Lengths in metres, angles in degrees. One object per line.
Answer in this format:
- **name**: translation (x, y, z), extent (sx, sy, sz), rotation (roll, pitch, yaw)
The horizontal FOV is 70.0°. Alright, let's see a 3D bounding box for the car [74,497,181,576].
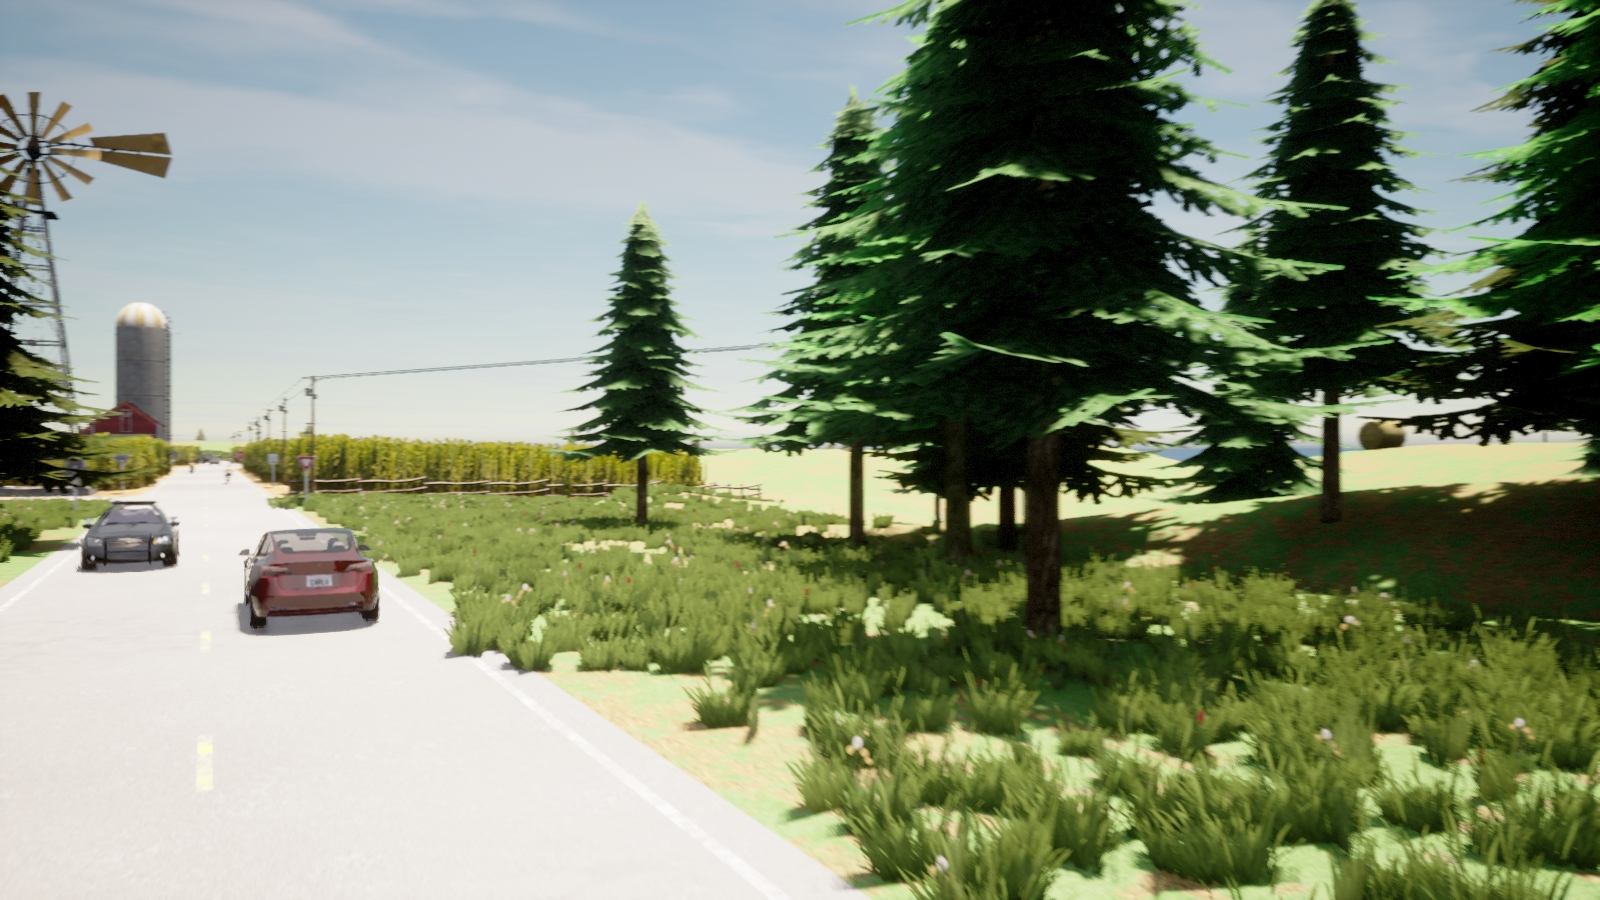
- **car**: translation (-16.566, 2.055, 28.360), extent (2.038, 1.542, 4.974), rotation (0, 0, -27)

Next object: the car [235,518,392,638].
- **car**: translation (-8.520, 2.072, 19.732), extent (2.163, 1.488, 4.792), rotation (0, 0, -27)
